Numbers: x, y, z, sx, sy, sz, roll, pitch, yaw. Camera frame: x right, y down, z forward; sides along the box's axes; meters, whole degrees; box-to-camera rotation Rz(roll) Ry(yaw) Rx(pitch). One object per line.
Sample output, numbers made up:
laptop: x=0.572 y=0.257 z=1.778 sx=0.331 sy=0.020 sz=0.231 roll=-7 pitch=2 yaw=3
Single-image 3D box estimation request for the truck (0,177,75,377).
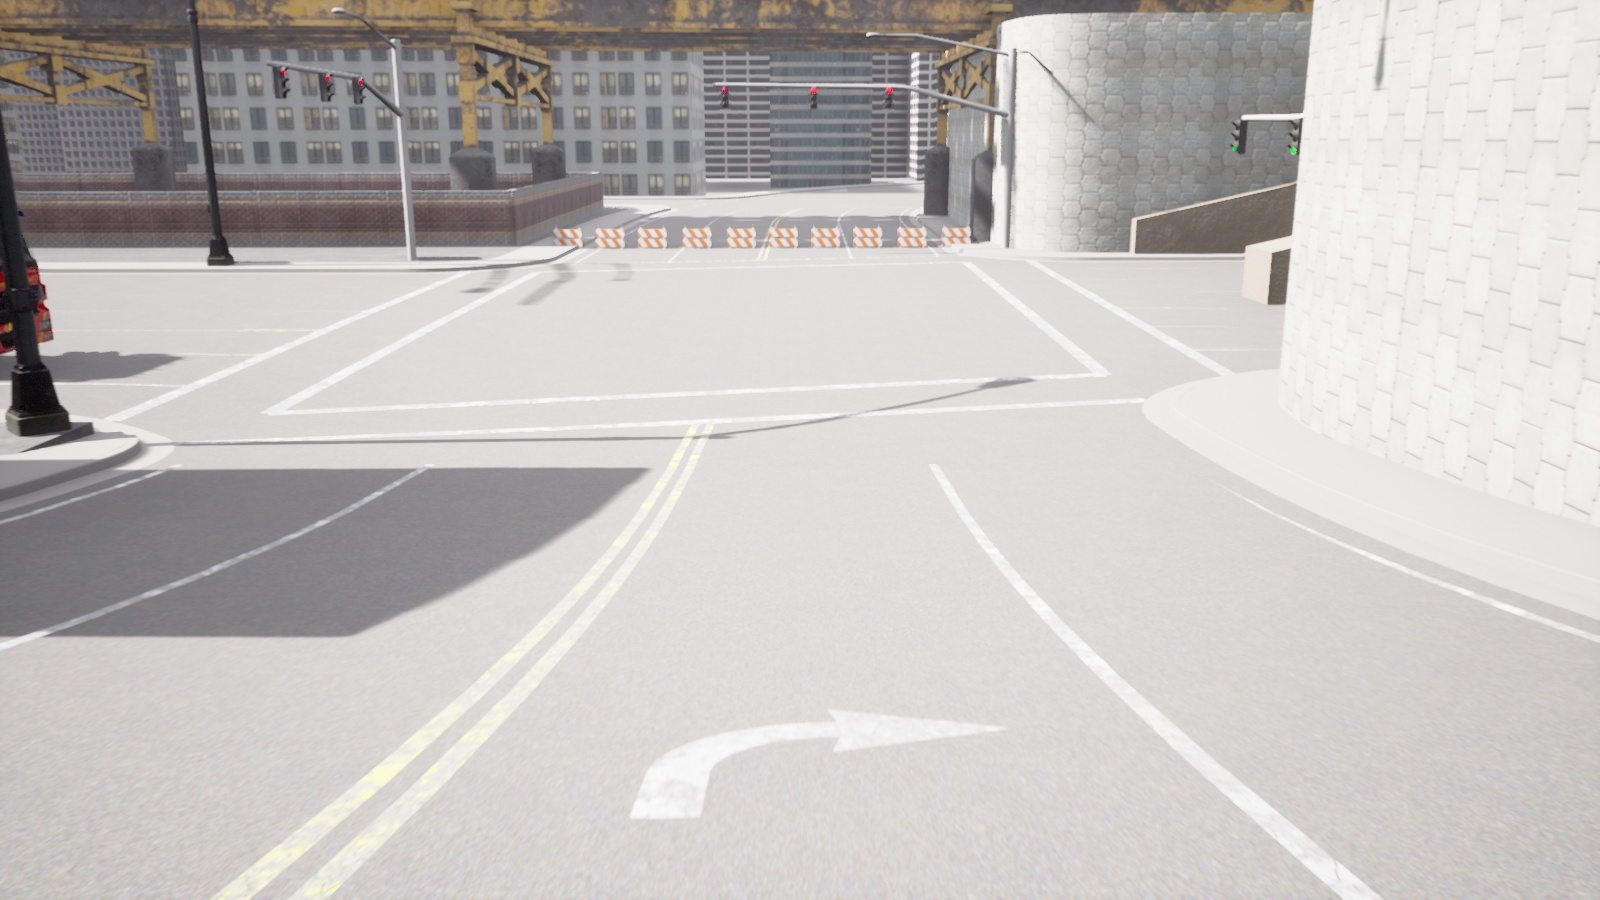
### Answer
truck: x=-20.243 y=-3.608 z=25.871 sx=8.468 sy=3.827 sz=2.891 roll=0 pitch=14 yaw=1
